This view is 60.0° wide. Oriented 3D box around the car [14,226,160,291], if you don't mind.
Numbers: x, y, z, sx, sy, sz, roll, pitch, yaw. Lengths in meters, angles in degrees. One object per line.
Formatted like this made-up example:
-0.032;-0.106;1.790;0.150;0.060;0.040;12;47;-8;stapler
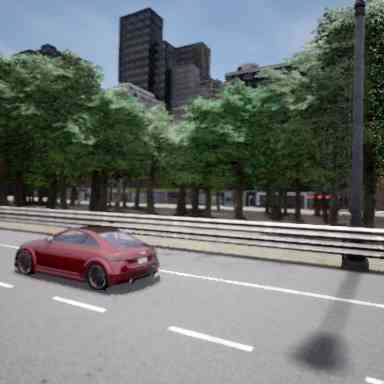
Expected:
-2.950;1.638;9.221;4.181;1.385;1.994;1;-1;30;car
